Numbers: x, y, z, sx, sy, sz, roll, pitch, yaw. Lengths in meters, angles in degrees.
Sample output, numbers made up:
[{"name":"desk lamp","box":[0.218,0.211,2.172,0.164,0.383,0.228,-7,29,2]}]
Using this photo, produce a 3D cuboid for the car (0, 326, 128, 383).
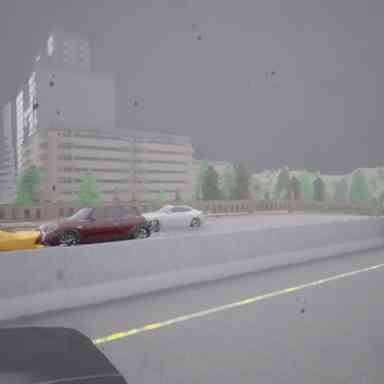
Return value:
[{"name":"car","box":[-2.941,1.551,1.650,5.357,1.411,2.033,0,0,-36]}]

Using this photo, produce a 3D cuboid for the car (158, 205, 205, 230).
[{"name":"car","box":[-1.324,1.511,20.241,4.674,1.442,1.812,0,0,-35]}]

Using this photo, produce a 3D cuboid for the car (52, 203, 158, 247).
[{"name":"car","box":[-4.069,1.346,13.985,4.553,1.767,2.097,0,0,-35]}]

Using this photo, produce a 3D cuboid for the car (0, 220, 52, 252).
[{"name":"car","box":[-6.337,1.480,8.071,5.008,1.535,1.882,0,0,-35]}]
